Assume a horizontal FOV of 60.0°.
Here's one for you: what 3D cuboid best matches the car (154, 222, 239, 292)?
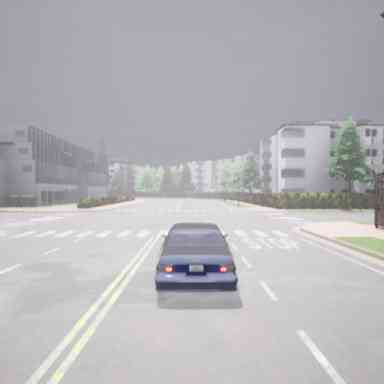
[{"bbox_3d":[0.077,1.532,9.000,2.033,1.411,5.357,0,0,0],"label":"car"}]
